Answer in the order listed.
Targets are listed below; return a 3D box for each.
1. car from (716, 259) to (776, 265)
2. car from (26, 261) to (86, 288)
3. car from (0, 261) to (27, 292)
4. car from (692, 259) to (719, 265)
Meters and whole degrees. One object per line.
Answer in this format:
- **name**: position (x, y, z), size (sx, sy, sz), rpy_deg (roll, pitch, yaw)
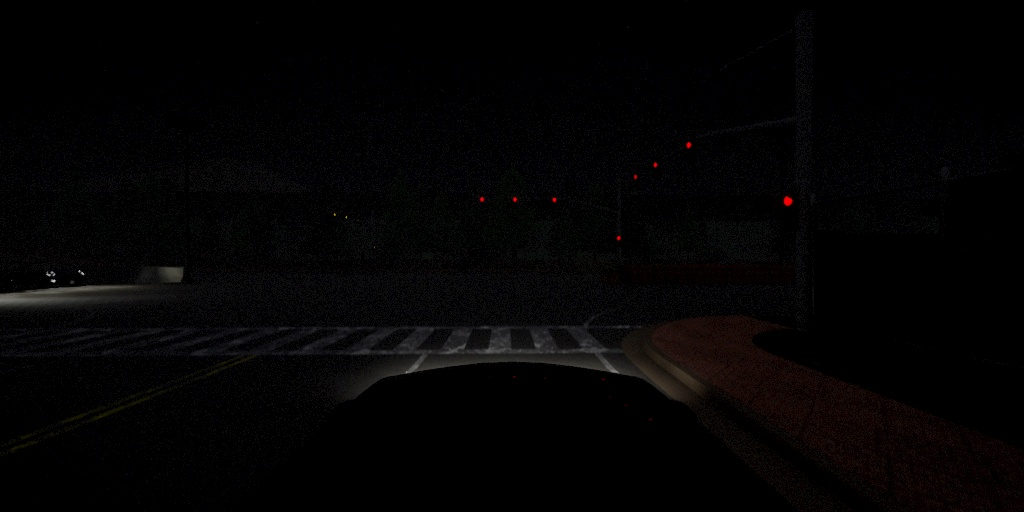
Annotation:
- **car**: position (21.111, 1.243, 31.450), size (4.892, 1.490, 1.837), rpy_deg (0, 0, -2)
- **car**: position (-30.116, 1.084, 22.659), size (4.553, 1.767, 2.097), rpy_deg (0, 0, -2)
- **car**: position (-29.909, 1.213, 19.163), size (5.008, 1.535, 1.882), rpy_deg (0, 0, -2)
- **car**: position (20.622, 1.263, 34.935), size (4.674, 1.442, 1.812), rpy_deg (0, 0, -2)
